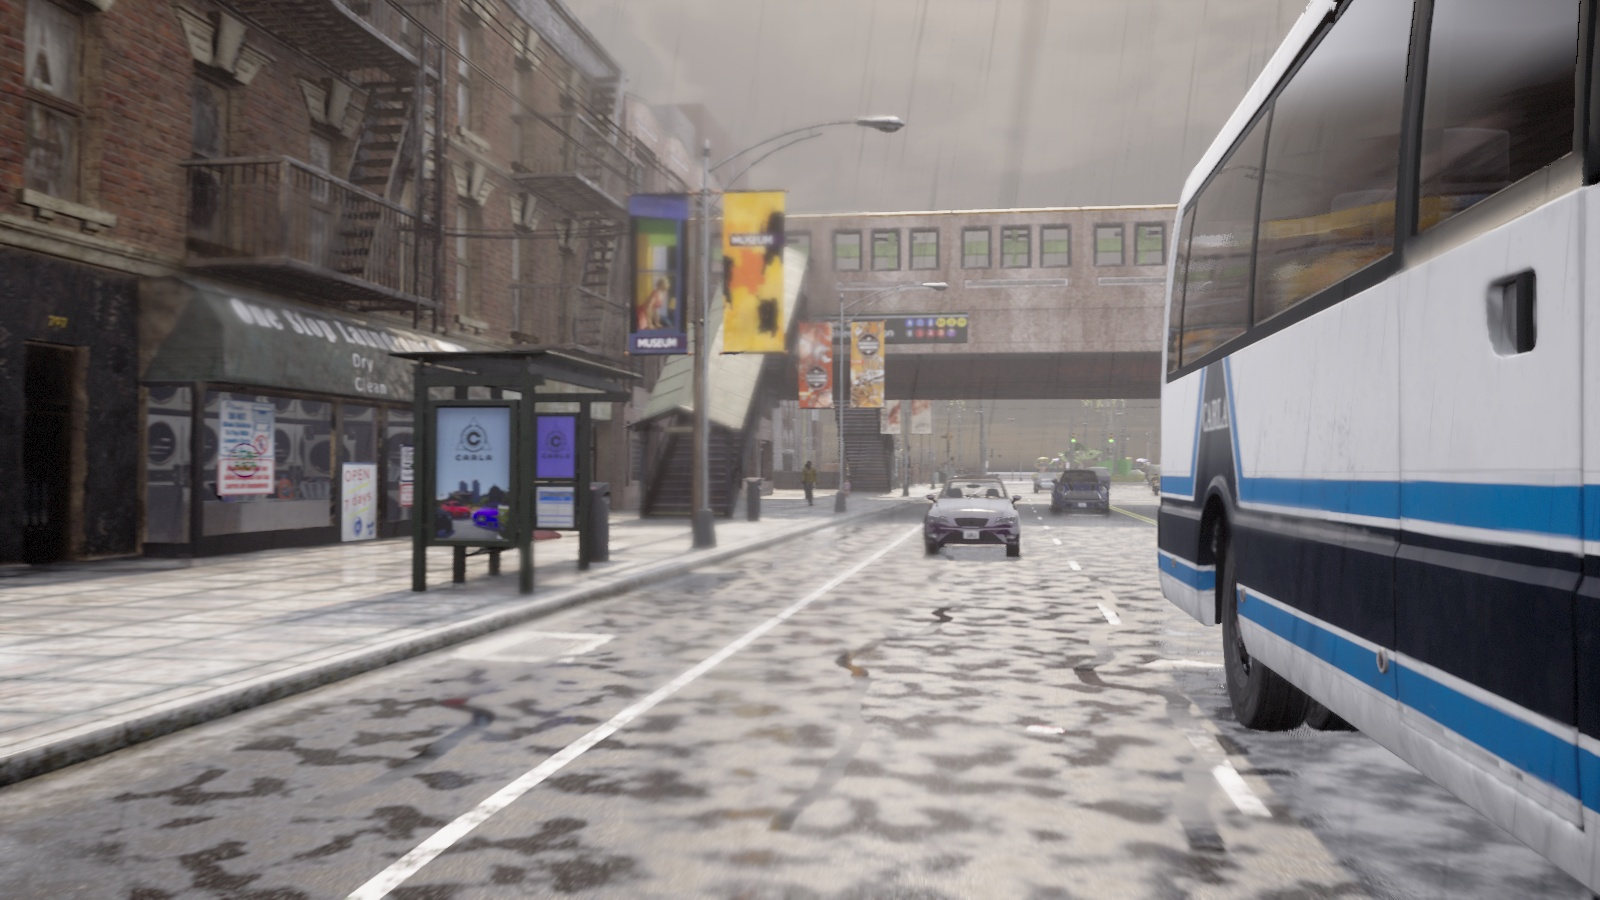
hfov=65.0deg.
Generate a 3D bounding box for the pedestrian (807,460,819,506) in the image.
[{"bbox_3d":[0.501,1.302,49.663,0.431,1.840,0.709,0,-1,4],"label":"pedestrian"}]

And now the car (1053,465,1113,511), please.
[{"bbox_3d":[11.288,1.481,50.347,2.097,1.767,4.553,0,-1,10],"label":"car"}]

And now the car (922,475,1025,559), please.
[{"bbox_3d":[3.429,1.227,24.454,1.816,1.474,4.193,0,-1,9],"label":"car"}]

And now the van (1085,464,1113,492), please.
[{"bbox_3d":[21.994,2.049,92.493,1.775,1.987,4.442,0,-1,10],"label":"van"}]

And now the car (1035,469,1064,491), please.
[{"bbox_3d":[18.988,2.288,95.688,2.033,1.649,4.856,0,-1,9],"label":"car"}]

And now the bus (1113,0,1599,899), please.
[{"bbox_3d":[3.790,-0.491,4.939,3.944,4.253,10.273,0,-1,8],"label":"bus"}]
